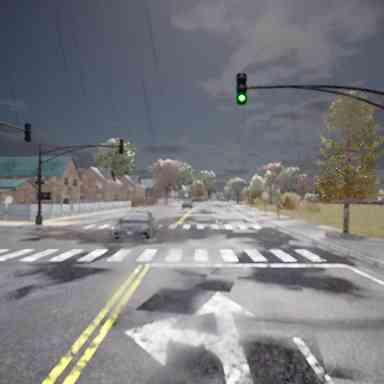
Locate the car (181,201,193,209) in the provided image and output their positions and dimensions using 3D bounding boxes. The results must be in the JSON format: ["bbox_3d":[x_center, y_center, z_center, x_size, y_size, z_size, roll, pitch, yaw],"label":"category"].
[{"bbox_3d":[-0.886,2.416,63.174,2.033,1.411,5.357,0,-1,4],"label":"car"}]

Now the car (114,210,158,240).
[{"bbox_3d":[-2.998,1.774,18.613,1.812,1.442,4.674,0,-1,1],"label":"car"}]
